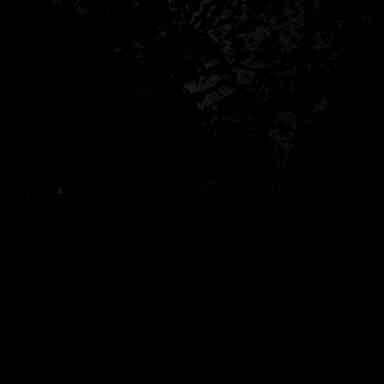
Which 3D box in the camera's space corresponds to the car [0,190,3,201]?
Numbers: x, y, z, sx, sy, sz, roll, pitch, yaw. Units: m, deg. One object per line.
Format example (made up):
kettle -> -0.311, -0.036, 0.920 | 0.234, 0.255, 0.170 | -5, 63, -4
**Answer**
car -> -16.759, 0.064, 25.732 | 1.882, 1.535, 5.008 | 6, 4, 4
